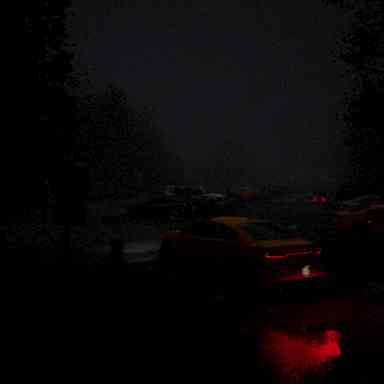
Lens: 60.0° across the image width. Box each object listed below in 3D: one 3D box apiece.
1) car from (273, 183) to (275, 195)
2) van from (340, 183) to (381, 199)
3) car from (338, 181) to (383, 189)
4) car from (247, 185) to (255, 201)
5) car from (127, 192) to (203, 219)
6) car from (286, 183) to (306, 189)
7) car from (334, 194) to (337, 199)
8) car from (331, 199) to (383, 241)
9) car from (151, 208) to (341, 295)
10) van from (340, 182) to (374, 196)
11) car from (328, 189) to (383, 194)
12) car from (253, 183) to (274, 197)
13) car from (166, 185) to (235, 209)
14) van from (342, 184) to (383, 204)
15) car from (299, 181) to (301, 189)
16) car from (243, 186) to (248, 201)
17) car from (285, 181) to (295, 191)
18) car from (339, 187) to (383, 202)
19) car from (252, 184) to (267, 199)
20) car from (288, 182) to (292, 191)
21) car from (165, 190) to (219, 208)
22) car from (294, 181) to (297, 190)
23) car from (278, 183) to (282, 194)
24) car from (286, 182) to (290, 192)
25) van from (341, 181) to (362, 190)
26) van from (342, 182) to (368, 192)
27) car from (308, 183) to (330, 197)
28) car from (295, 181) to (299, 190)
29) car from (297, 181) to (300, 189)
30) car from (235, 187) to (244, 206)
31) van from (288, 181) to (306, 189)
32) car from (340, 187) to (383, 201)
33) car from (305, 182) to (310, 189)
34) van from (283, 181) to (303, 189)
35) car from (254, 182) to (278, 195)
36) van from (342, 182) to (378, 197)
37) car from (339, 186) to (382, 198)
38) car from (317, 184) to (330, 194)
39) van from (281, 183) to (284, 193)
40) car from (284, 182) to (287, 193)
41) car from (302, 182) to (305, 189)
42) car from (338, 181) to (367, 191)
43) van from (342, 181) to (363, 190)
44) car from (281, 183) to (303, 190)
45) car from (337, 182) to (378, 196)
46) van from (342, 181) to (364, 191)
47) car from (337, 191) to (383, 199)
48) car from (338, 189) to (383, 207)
[{"bbox_3d":[8.210,-0.047,44.884,4.892,1.521,2.231,1,3,24],"label":"car"},{"bbox_3d":[21.152,-0.165,42.014,4.442,1.987,1.878,1,2,24],"label":"van"},{"bbox_3d":[15.602,0.356,29.359,5.566,2.045,2.435,1,3,24],"label":"car"},{"bbox_3d":[3.493,0.392,34.851,5.366,1.575,1.946,1,3,24],"label":"car"},{"bbox_3d":[-2.062,1.011,22.144,4.792,1.488,2.163,1,3,24],"label":"car"},{"bbox_3d":[27.602,-1.572,87.856,4.792,1.488,2.163,1,2,24],"label":"car"},{"bbox_3d":[11.002,1.101,19.303,4.792,1.488,2.163,1,3,24],"label":"car"},{"bbox_3d":[8.801,1.300,14.357,5.008,1.535,2.097,1,3,24],"label":"car"},{"bbox_3d":[0.921,1.370,8.558,1.882,1.535,5.008,2,-1,-31],"label":"car"},{"bbox_3d":[24.562,-0.446,49.605,4.442,1.987,1.878,1,2,24],"label":"van"},{"bbox_3d":[13.134,0.833,24.412,5.366,1.575,1.946,1,3,24],"label":"car"},{"bbox_3d":[7.248,0.056,42.284,5.366,1.575,1.946,1,3,24],"label":"car"},{"bbox_3d":[0.269,0.498,27.166,5.566,2.045,2.435,1,3,24],"label":"car"},{"bbox_3d":[18.007,0.147,34.483,4.442,1.987,1.878,1,3,24],"label":"van"},{"bbox_3d":[20.721,-1.202,72.719,4.553,1.767,2.185,1,2,24],"label":"car"},{"bbox_3d":[2.528,0.516,32.244,4.892,1.521,2.231,1,3,24],"label":"car"},{"bbox_3d":[16.023,-0.711,62.667,5.366,1.575,1.946,1,2,24],"label":"car"},{"bbox_3d":[19.065,0.290,37.055,4.792,1.488,2.163,1,3,24],"label":"car"},{"bbox_3d":[5.821,0.156,40.019,5.366,1.575,1.946,1,3,24],"label":"car"},{"bbox_3d":[15.026,-0.584,60.074,4.792,1.488,2.163,1,2,24],"label":"car"},{"bbox_3d":[-0.891,0.865,24.658,5.008,1.535,2.097,1,3,24],"label":"car"},{"bbox_3d":[17.337,-0.797,65.118,4.892,1.521,2.231,1,2,24],"label":"car"},{"bbox_3d":[10.521,-0.212,49.930,4.792,1.488,2.163,1,2,24],"label":"car"},{"bbox_3d":[13.886,-0.491,57.544,4.792,1.488,2.163,1,2,24],"label":"car"},{"bbox_3d":[38.261,-1.559,80.019,4.442,1.987,1.878,1,2,24],"label":"van"},{"bbox_3d":[31.649,-1.001,64.770,4.442,1.987,1.878,1,2,24],"label":"van"},{"bbox_3d":[18.286,-0.132,47.422,2.128,1.511,4.902,1,2,24],"label":"car"},{"bbox_3d":[18.465,-0.890,67.653,4.892,1.521,2.231,1,2,24],"label":"car"},{"bbox_3d":[19.441,-0.989,70.256,5.366,1.575,1.946,1,2,24],"label":"car"},{"bbox_3d":[1.552,0.632,29.642,5.366,1.575,1.946,1,3,24],"label":"car"},{"bbox_3d":[28.613,-1.877,90.447,4.442,1.987,1.878,1,1,24],"label":"van"},{"bbox_3d":[20.148,0.190,39.460,4.792,1.488,2.163,1,2,24],"label":"car"},{"bbox_3d":[26.473,-1.790,85.339,5.566,2.045,2.435,1,2,24],"label":"car"},{"bbox_3d":[25.201,-1.674,82.869,4.442,1.987,1.878,1,2,24],"label":"van"},{"bbox_3d":[9.385,-0.272,47.397,4.553,1.767,2.185,1,2,24],"label":"car"},{"bbox_3d":[23.638,-0.350,46.985,4.442,1.987,1.878,1,2,24],"label":"van"},{"bbox_3d":[22.399,-0.033,44.514,5.008,1.535,2.097,1,2,24],"label":"car"},{"bbox_3d":[22.512,-0.489,56.805,1.882,1.535,5.008,1,2,24],"label":"car"},{"bbox_3d":[11.741,-0.559,52.415,4.442,1.987,1.878,1,2,24],"label":"van"},{"bbox_3d":[12.747,-0.399,55.014,4.792,1.488,2.163,1,2,24],"label":"car"},{"bbox_3d":[23.024,-1.262,77.773,5.008,1.535,2.097,1,2,24],"label":"car"},{"bbox_3d":[34.927,-1.306,72.401,5.566,2.045,2.435,1,2,24],"label":"car"},{"bbox_3d":[37.282,-1.459,77.278,4.442,1.987,1.878,1,2,24],"label":"van"},{"bbox_3d":[24.170,-1.314,80.300,4.674,1.452,2.002,1,2,24],"label":"car"},{"bbox_3d":[25.780,-0.562,52.091,5.566,2.045,2.435,1,2,24],"label":"car"},{"bbox_3d":[36.197,-1.370,74.867,4.442,1.987,1.878,1,2,24],"label":"van"},{"bbox_3d":[9.971,1.059,16.861,4.553,1.767,2.185,1,3,24],"label":"car"},{"bbox_3d":[16.687,0.519,31.918,4.792,1.488,2.163,1,3,24],"label":"car"}]
